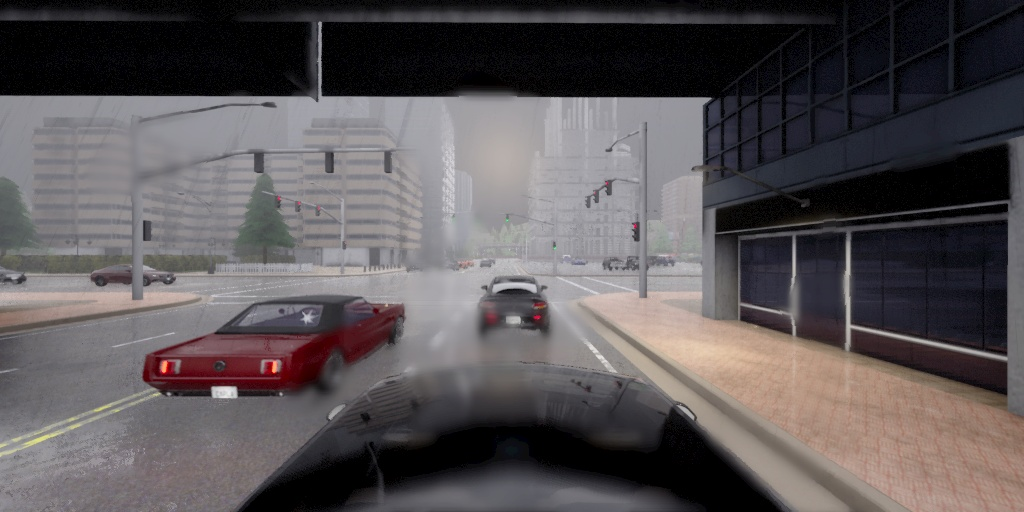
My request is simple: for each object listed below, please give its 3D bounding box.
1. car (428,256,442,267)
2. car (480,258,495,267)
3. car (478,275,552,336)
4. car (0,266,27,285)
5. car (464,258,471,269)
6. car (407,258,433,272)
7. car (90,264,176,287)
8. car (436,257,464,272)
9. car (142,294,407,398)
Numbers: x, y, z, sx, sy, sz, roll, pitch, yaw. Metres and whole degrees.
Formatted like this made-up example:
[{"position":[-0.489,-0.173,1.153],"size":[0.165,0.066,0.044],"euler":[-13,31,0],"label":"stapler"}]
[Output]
[{"position":[-11.666,0.971,53.929],"size":[2.150,2.045,5.566],"euler":[0,0,-1],"label":"car"},{"position":[-4.561,1.241,63.759],"size":[2.128,1.511,4.902],"euler":[0,0,0],"label":"car"},{"position":[0.070,1.276,10.320],"size":[1.812,1.442,4.674],"euler":[0,0,0],"label":"car"},{"position":[-35.997,1.241,24.187],"size":[4.902,1.511,2.128],"euler":[0,0,0],"label":"car"},{"position":[-8.183,1.102,56.280],"size":[2.097,1.767,4.553],"euler":[0,0,0],"label":"car"},{"position":[-11.589,1.314,44.572],"size":[1.994,1.385,4.181],"euler":[0,0,0],"label":"car"},{"position":[-25.578,1.276,24.253],"size":[4.674,1.442,1.812],"euler":[0,0,0],"label":"car"},{"position":[-8.115,1.241,47.368],"size":[2.128,1.511,4.902],"euler":[0,0,0],"label":"car"},{"position":[-3.439,1.351,6.531],"size":[1.895,1.301,4.718],"euler":[0,0,0],"label":"car"}]
